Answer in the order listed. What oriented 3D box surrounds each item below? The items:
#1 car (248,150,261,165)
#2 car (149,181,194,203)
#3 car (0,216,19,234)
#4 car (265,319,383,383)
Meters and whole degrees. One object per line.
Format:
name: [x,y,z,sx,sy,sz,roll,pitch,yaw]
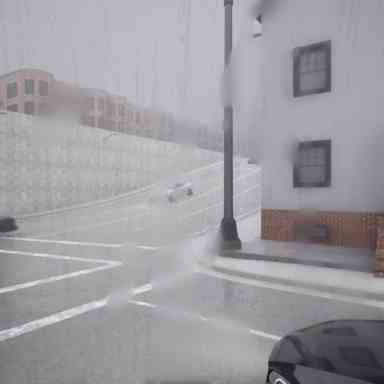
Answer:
car: [8.933,-4.598,43.187,2.097,1.767,4.553,1,14,35]
car: [-1.654,-0.106,28.236,1.812,1.442,4.674,0,11,35]
car: [-11.120,1.562,15.470,2.033,1.411,5.357,0,0,43]
car: [2.752,1.526,2.008,4.674,1.442,1.812,0,0,36]
